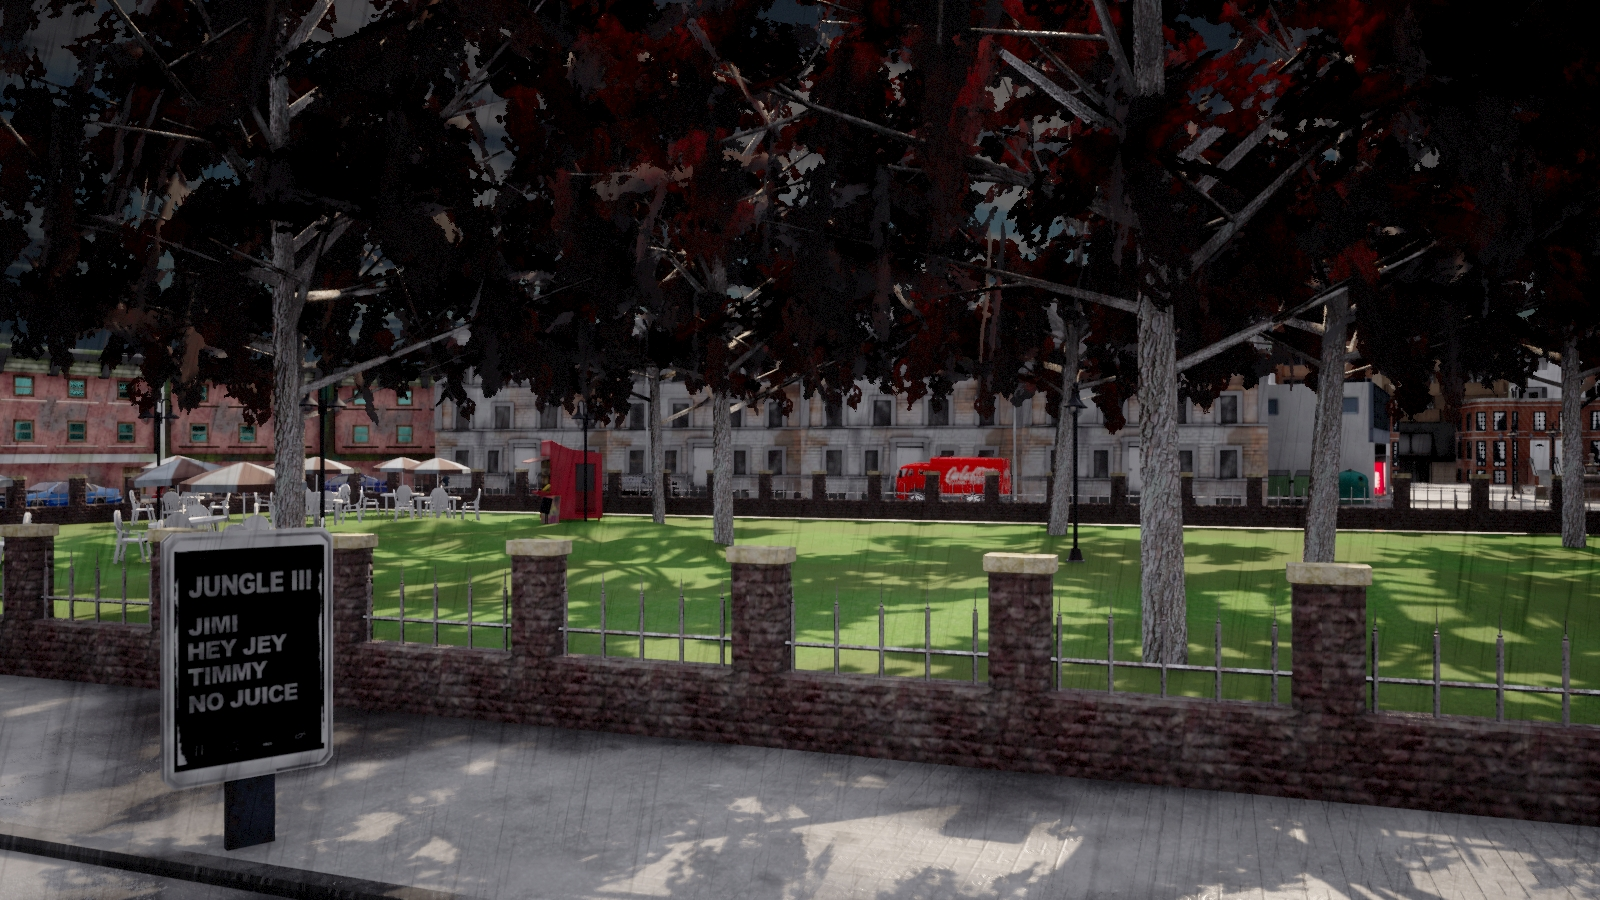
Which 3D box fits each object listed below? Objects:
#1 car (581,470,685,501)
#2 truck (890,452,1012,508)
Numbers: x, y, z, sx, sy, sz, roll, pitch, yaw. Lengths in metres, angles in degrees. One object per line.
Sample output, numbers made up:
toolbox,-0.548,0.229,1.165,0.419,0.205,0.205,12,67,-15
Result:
car,-8.675,1.839,59.385,4.902,1.511,2.128,0,0,20
truck,7.120,1.360,53.664,5.204,2.467,2.627,0,0,20
